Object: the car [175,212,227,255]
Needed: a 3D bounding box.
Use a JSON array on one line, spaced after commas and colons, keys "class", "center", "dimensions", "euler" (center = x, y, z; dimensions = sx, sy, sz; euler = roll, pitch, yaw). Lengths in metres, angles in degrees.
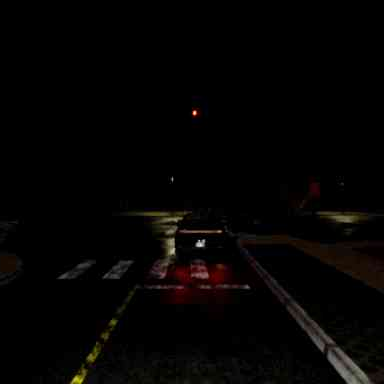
[{"class": "car", "center": [0.403, 1.560, 13.531], "dimensions": [2.128, 1.511, 4.902], "euler": [0, 0, 3]}]
